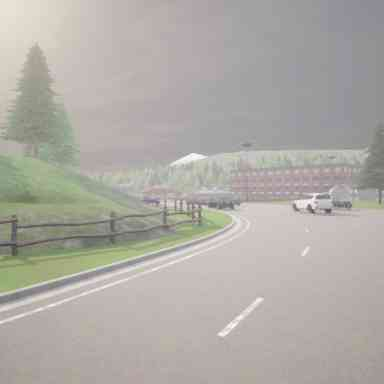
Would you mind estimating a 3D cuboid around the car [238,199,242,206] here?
[{"bbox_3d":[6.074,1.525,53.950,1.812,1.442,4.674,0,0,-34],"label":"car"}]

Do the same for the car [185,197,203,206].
[{"bbox_3d":[0.655,1.563,55.561,1.994,1.385,4.181,0,0,-37],"label":"car"}]

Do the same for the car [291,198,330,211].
[{"bbox_3d":[15.083,1.545,42.713,2.033,1.411,5.357,0,0,-17],"label":"car"}]

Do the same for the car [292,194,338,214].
[{"bbox_3d":[12.843,1.215,35.734,2.150,2.045,5.566,0,-1,-9],"label":"car"}]

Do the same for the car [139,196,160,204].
[{"bbox_3d":[-7.766,1.477,60.270,1.882,1.535,5.008,0,0,-42],"label":"car"}]

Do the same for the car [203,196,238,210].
[{"bbox_3d":[3.607,1.353,43.332,2.097,1.767,4.553,0,0,-22],"label":"car"}]

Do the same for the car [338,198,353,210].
[{"bbox_3d":[18.556,1.525,42.699,1.812,1.442,4.674,0,0,-13],"label":"car"}]
